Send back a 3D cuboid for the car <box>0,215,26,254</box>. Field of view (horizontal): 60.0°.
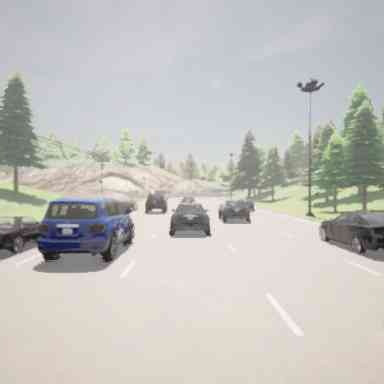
[{"bbox_3d":[-7.091,1.563,13.219,1.895,1.301,4.718,0,0,0],"label":"car"}]

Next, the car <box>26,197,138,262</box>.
[{"bbox_3d":[-3.588,1.205,12.242,2.150,2.045,5.566,0,0,0],"label":"car"}]

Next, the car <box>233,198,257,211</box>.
[{"bbox_3d":[6.591,1.533,41.949,2.128,1.511,4.902,0,0,-1],"label":"car"}]

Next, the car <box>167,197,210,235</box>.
[{"bbox_3d":[-0.116,1.353,18.955,2.097,1.767,4.553,0,0,-1],"label":"car"}]

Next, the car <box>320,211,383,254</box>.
[{"bbox_3d":[6.952,1.518,13.660,1.882,1.535,5.008,0,0,-1],"label":"car"}]

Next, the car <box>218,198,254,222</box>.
[{"bbox_3d":[3.287,1.373,26.615,2.097,1.767,4.553,0,0,-1],"label":"car"}]

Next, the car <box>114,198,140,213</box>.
[{"bbox_3d":[-7.366,1.455,38.340,2.128,1.511,4.902,0,0,-1],"label":"car"}]

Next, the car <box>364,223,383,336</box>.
[{"bbox_3d":[3.594,1.372,2.539,2.097,1.767,4.553,0,0,-1],"label":"car"}]

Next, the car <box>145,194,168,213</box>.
[{"bbox_3d":[-3.845,1.205,36.877,2.150,2.045,5.566,0,0,-1],"label":"car"}]
